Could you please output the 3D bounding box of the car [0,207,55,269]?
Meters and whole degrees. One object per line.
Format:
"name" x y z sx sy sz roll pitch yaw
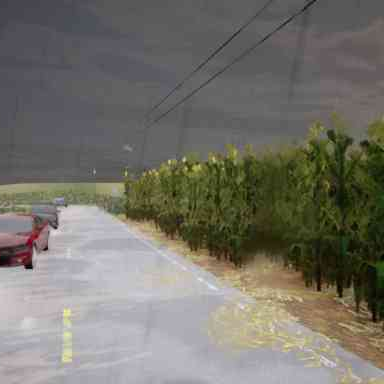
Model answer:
"car" -5.976 1.478 11.099 1.882 1.535 5.008 0 0 -16

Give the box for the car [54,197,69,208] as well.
"car" -19.084 1.525 47.854 1.812 1.442 4.674 0 0 -26

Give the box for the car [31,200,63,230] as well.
"car" -9.309 1.505 20.794 1.837 1.490 4.892 0 0 -20
